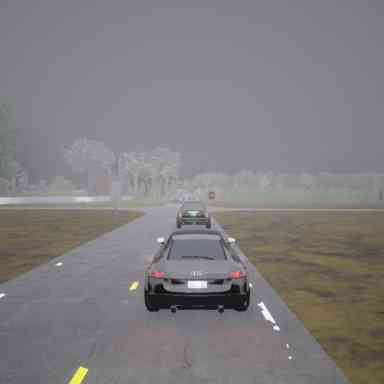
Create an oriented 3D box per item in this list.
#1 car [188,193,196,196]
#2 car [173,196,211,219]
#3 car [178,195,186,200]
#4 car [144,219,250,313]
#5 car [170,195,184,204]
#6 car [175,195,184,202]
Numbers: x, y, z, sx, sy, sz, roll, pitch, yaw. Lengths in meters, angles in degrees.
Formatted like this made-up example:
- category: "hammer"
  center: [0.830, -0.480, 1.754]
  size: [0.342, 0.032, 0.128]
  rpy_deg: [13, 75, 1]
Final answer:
- category: "car"
  center: [-0.024, 1.466, 90.373]
  size: [1.994, 1.385, 4.181]
  rpy_deg: [0, 0, 0]
- category: "car"
  center: [0.095, 1.354, 22.004]
  size: [2.097, 1.767, 4.553]
  rpy_deg: [0, 0, 0]
- category: "car"
  center: [-2.775, 1.469, 90.605]
  size: [1.994, 1.385, 4.181]
  rpy_deg: [0, 0, 0]
- category: "car"
  center: [0.098, 1.566, 7.740]
  size: [1.994, 1.385, 4.181]
  rpy_deg: [0, 0, 0]
- category: "car"
  center: [-2.828, 1.321, 61.758]
  size: [2.097, 1.767, 4.553]
  rpy_deg: [0, 0, 0]
- category: "car"
  center: [-2.770, 1.500, 76.459]
  size: [1.994, 1.385, 4.181]
  rpy_deg: [0, 0, 0]
